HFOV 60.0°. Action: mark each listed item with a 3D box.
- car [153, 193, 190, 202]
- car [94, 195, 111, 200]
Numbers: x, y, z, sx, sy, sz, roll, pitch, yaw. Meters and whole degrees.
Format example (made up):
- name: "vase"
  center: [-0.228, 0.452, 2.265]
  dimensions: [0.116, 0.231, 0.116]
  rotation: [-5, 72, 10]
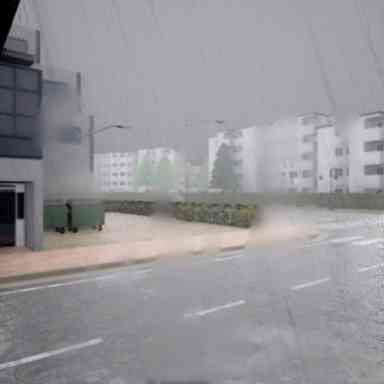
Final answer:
- name: "car"
  center: [-2.366, 1.163, 37.577]
  dimensions: [2.150, 2.045, 5.566]
  rotation: [0, 0, -36]
- name: "car"
  center: [-15.015, 1.293, 54.522]
  dimensions: [2.097, 1.767, 4.553]
  rotation: [0, 0, -45]
